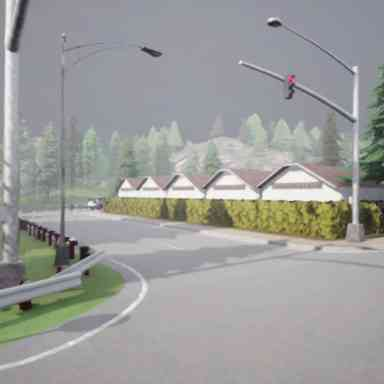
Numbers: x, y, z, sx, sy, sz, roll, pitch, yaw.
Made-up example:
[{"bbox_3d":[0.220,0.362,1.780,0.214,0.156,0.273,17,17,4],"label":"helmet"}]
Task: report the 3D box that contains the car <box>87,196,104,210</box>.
[{"bbox_3d":[-13.547,1.713,51.750,2.150,2.045,5.566,0,0,39],"label":"car"}]
